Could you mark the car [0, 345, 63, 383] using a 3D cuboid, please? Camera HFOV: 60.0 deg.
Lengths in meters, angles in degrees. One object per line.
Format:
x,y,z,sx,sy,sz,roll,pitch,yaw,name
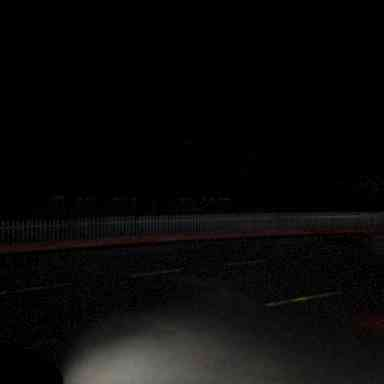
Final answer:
-2.953,1.518,1.374,4.674,1.442,1.812,0,0,-37,car
